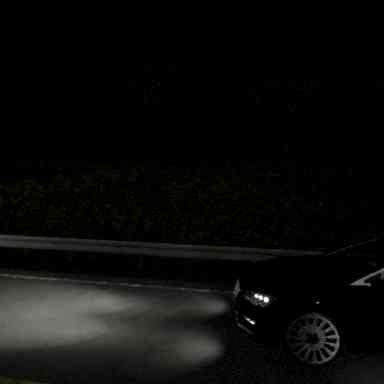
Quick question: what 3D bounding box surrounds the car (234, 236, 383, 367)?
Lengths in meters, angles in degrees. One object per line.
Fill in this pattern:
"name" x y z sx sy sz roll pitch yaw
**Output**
"car" 3.064 1.383 4.611 4.902 1.511 2.128 1 2 10
